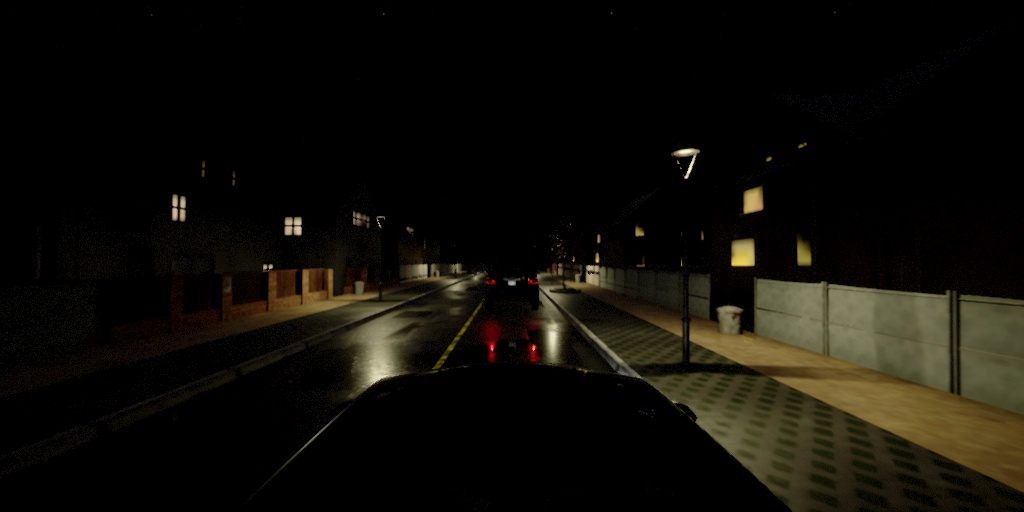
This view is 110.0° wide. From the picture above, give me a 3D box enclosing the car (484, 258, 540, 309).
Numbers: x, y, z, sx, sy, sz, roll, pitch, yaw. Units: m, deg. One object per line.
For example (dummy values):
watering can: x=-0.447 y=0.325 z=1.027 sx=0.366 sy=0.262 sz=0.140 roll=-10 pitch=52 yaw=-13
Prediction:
car: x=0.003 y=1.119 z=15.865 sx=2.150 sy=2.045 sz=5.566 roll=0 pitch=-1 yaw=0
